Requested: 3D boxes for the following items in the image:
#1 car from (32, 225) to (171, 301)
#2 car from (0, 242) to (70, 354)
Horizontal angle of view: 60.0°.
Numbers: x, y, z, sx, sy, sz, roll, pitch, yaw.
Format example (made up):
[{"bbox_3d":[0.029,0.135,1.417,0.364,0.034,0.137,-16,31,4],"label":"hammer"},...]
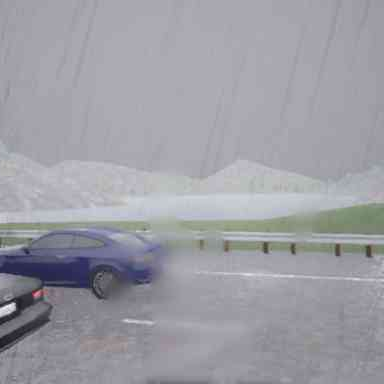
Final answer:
[{"bbox_3d":[-2.829,1.529,7.947,4.674,1.442,1.812,-1,0,13],"label":"car"},{"bbox_3d":[-4.820,1.606,4.841,5.357,1.411,2.033,-1,0,13],"label":"car"}]
